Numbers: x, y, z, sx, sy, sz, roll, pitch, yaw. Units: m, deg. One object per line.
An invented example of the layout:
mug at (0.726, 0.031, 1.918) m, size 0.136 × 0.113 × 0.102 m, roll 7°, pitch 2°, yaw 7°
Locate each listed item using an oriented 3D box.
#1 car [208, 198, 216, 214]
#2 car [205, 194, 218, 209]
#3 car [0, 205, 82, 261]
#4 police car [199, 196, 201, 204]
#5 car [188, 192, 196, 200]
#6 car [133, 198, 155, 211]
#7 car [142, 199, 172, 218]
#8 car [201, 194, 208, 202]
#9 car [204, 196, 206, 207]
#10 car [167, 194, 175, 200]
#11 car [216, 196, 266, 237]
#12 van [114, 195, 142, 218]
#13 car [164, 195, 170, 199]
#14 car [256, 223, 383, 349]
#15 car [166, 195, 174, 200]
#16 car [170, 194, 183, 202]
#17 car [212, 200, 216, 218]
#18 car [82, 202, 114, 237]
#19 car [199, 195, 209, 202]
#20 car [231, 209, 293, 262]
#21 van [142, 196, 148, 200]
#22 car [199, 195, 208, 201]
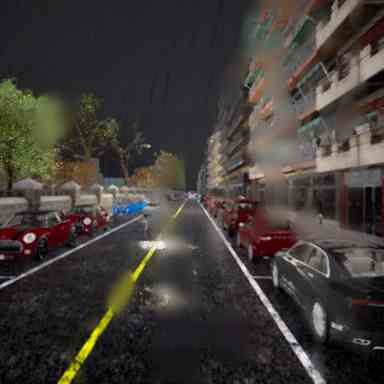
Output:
car at (2.696, 1.462, 28.735) m, size 1.887 × 1.381 × 4.507 m, roll 0°, pitch 0°, yaw 0°
car at (2.697, 1.344, 34.364) m, size 1.967 × 1.590 × 4.097 m, roll 0°, pitch 0°, yaw 0°
car at (-5.686, 1.403, 11.847) m, size 1.967 × 1.590 × 4.097 m, roll 0°, pitch 0°, yaw 0°
police car at (2.376, 1.282, 61.445) m, size 1.930 × 1.638 × 5.238 m, roll 0°, pitch 0°, yaw 0°
car at (0.014, 1.166, 80.703) m, size 1.812 × 1.442 × 4.674 m, roll 0°, pitch 0°, yaw 0°
car at (-5.682, 1.443, 39.996) m, size 2.008 × 1.369 × 4.403 m, roll 0°, pitch 0°, yaw 0°
car at (-3.094, 1.517, 29.192) m, size 1.895 × 1.301 × 4.718 m, roll 0°, pitch 0°, yaw 0°
car at (2.699, 1.197, 45.625) m, size 2.192 × 1.841 × 5.009 m, roll 0°, pitch 0°, yaw 0°
car at (2.698, 1.474, 39.996) m, size 1.802 × 1.307 × 4.206 m, roll 0°, pitch 0°, yaw 0°
car at (-5.675, 1.358, 90.669) m, size 1.887 × 1.381 × 4.507 m, roll 0°, pitch 0°, yaw 0°
car at (2.696, 1.262, 17.474) m, size 2.192 × 1.841 × 5.009 m, roll 0°, pitch 0°, yaw 0°
van at (-5.684, 1.258, 28.736) m, size 1.690 × 1.788 × 3.998 m, roll 0°, pitch 0°, yaw 0°
car at (-5.676, 1.395, 79.410) m, size 1.947 × 1.339 × 4.313 m, roll 0°, pitch 0°, yaw 0°
car at (2.693, 1.531, 6.215) m, size 2.008 × 1.369 × 4.403 m, roll 0°, pitch 0°, yaw 0°
car at (-5.676, 1.402, 85.041) m, size 1.802 × 1.307 × 4.206 m, roll 0°, pitch 0°, yaw 0°
car at (-2.989, 1.192, 70.691) m, size 2.097 × 1.767 × 4.553 m, roll 0°, pitch 0°, yaw 0°
car at (2.695, 1.482, 23.106) m, size 2.008 × 1.369 × 4.403 m, roll 0°, pitch 0°, yaw 0°
car at (-5.685, 1.387, 17.476) m, size 1.967 × 1.590 × 4.097 m, roll 0°, pitch 0°, yaw 0°
car at (2.703, 1.388, 73.777) m, size 2.008 × 1.369 × 4.403 m, roll 0°, pitch 0°, yaw 0°
car at (2.694, 1.508, 11.845) m, size 1.887 × 1.381 × 4.507 m, roll 0°, pitch 0°, yaw 0°
van at (-5.683, 1.245, 34.365) m, size 1.690 × 1.788 × 3.998 m, roll 0°, pitch 0°, yaw 0°
car at (2.704, 1.373, 79.408) m, size 1.887 × 1.381 × 4.507 m, roll 0°, pitch 0°, yaw 0°
